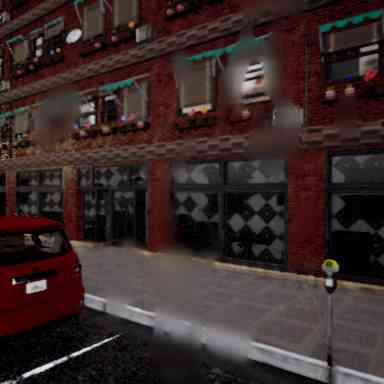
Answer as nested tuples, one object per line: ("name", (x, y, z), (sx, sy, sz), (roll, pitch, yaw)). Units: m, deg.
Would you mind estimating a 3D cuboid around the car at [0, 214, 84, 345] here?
("car", (-3.955, 1.299, 5.689), (5.009, 1.841, 2.192), (0, 0, 35))
